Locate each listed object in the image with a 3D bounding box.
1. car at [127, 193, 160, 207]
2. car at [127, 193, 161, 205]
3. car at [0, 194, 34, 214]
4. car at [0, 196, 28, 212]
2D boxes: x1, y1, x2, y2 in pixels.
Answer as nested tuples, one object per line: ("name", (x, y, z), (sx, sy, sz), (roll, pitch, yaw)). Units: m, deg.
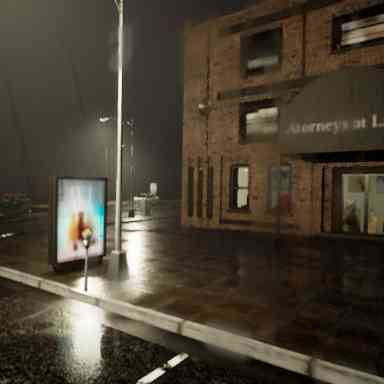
("car", (-5.853, 1.014, 41.149), (1.812, 1.442, 4.674), (2, 1, 36))
("car", (-6.535, 0.922, 45.727), (1.812, 1.442, 4.674), (2, 1, 36))
("car", (-15.691, 0.943, 27.600), (2.097, 1.767, 4.553), (2, 1, 35))
("car", (-17.741, 1.109, 30.344), (1.895, 1.301, 4.718), (2, 1, 33))
